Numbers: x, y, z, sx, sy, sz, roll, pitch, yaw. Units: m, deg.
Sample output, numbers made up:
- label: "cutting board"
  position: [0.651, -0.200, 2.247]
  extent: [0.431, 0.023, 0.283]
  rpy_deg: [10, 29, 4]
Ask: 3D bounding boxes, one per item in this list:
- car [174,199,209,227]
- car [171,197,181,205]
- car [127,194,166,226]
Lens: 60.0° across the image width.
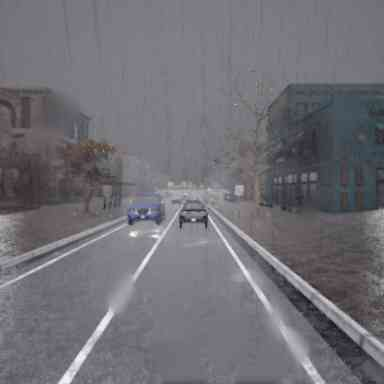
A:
- label: "car"
  position: [0.095, 1.459, 22.497]
  extent: [2.128, 1.511, 4.902]
  rpy_deg: [0, 0, 0]
- label: "car"
  position: [-3.021, 1.647, 65.125]
  extent: [1.882, 1.535, 5.008]
  rpy_deg: [0, -1, 0]
- label: "car"
  position: [-3.104, 1.185, 23.712]
  extent: [2.150, 2.045, 5.566]
  rpy_deg: [0, 0, 0]
